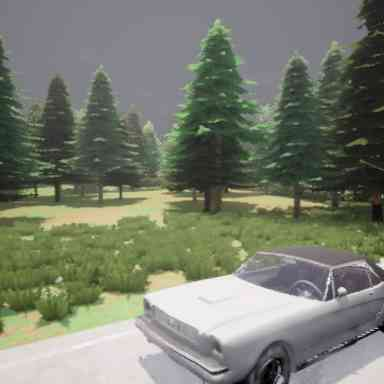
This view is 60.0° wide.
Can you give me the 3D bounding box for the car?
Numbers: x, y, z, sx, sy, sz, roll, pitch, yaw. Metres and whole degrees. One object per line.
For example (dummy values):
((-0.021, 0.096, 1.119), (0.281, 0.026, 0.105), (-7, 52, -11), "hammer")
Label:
((1.581, 1.598, 5.115), (4.718, 1.301, 1.895), (0, 0, -35), "car")
